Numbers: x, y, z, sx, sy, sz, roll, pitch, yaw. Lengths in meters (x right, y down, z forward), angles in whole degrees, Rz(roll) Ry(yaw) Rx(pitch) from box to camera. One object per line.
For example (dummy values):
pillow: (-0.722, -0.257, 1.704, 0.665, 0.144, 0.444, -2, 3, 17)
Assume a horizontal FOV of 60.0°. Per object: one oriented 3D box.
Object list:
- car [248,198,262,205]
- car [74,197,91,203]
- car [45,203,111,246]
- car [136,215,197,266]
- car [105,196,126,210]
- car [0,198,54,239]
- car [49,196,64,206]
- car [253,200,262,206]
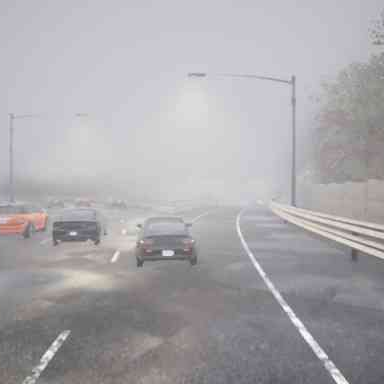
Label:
car: (13.614, 2.194, 73.946, 2.128, 1.511, 4.902, 0, -3, 16)
car: (-15.777, 1.501, 47.754, 1.882, 1.535, 5.008, 0, 0, -26)
car: (-5.079, 1.485, 15.554, 1.882, 1.535, 5.008, 0, 0, -9)
car: (-0.936, 1.528, 11.486, 1.812, 1.442, 4.674, 0, 0, -7)
car: (-10.156, 1.368, 44.111, 2.097, 1.767, 4.553, 0, 0, -24)
car: (-8.945, 1.364, 17.244, 2.097, 1.767, 4.553, 0, 0, -10)
car: (-19.642, 1.379, 47.561, 2.097, 1.767, 4.553, 0, 0, -28)
car: (16.561, 2.733, 83.902, 1.812, 1.442, 4.674, 0, -4, 17)
